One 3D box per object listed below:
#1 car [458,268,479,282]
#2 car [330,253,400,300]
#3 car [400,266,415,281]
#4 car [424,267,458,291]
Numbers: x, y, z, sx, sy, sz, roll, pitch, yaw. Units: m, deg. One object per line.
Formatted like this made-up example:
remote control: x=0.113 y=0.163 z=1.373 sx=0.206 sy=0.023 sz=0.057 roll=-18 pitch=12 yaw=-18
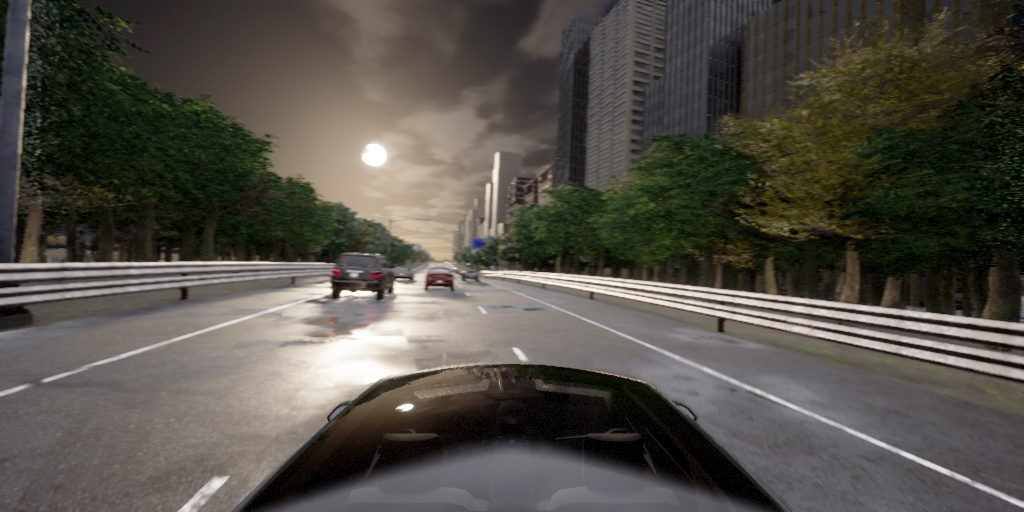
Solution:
car: x=-4.861 y=2.142 z=41.357 sx=2.128 sy=1.511 sz=4.902 roll=3 pitch=-3 yaw=-11
car: x=-7.035 y=0.911 z=17.392 sx=2.150 sy=2.045 sz=5.566 roll=3 pitch=-1 yaw=-11
car: x=-10.827 y=1.730 z=35.814 sx=1.994 sy=1.385 sz=4.181 roll=3 pitch=-2 yaw=-11
car: x=-4.972 y=1.490 z=24.684 sx=1.882 sy=1.535 sz=5.008 roll=3 pitch=-2 yaw=-11
